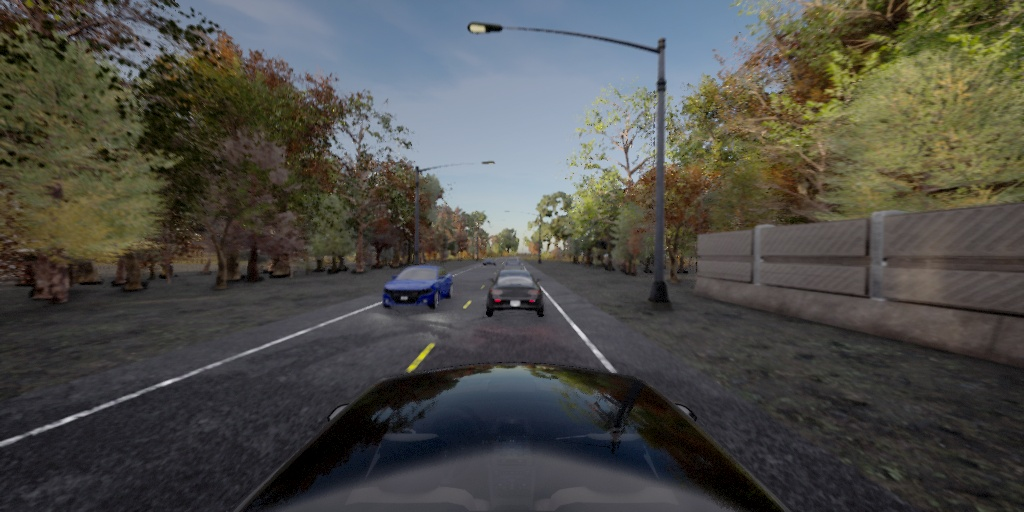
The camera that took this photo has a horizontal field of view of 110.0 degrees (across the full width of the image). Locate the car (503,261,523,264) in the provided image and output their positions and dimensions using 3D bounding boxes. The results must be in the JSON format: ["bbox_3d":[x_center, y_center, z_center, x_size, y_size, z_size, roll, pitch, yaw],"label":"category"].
[{"bbox_3d":[0.108,1.121,31.891,1.994,1.385,4.181,1,0,0],"label":"car"}]

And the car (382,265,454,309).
[{"bbox_3d":[-3.592,1.121,14.455,1.882,1.535,5.008,1,0,0],"label":"car"}]

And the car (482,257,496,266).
[{"bbox_3d":[-3.532,0.904,56.711,1.994,1.385,4.181,1,0,1],"label":"car"}]

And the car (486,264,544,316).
[{"bbox_3d":[0.101,1.213,12.908,1.812,1.442,4.674,1,0,0],"label":"car"}]
